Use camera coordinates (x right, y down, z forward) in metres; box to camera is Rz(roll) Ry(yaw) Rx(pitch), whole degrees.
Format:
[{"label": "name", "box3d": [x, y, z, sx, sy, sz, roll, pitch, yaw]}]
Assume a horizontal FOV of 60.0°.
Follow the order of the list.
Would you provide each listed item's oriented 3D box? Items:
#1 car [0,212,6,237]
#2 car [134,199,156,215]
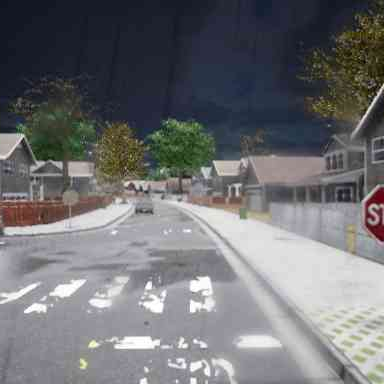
[{"label": "car", "box3d": [-10.388, 1.271, 12.935, 5.566, 2.045, 2.150, 0, 0, -11]}, {"label": "car", "box3d": [-4.763, 1.480, 33.709, 1.837, 1.490, 4.892, 0, 0, -6]}]
